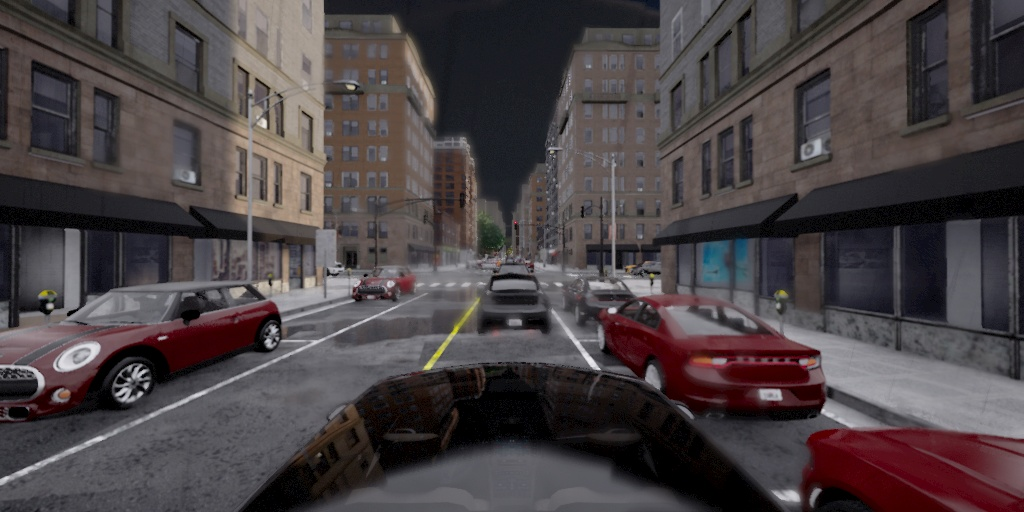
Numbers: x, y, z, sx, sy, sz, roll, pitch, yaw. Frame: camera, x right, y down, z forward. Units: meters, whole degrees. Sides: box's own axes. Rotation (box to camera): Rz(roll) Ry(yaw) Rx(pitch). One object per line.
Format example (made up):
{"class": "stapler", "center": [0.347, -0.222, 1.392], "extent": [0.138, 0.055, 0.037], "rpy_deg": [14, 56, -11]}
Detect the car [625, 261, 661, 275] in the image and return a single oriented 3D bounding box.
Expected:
{"class": "car", "center": [14.545, 1.328, 36.559], "extent": [4.902, 1.511, 2.128], "rpy_deg": [0, 0, 1]}

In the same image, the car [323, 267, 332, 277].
{"class": "car", "center": [-18.074, 1.118, 29.631], "extent": [5.008, 1.535, 1.882], "rpy_deg": [0, 0, -1]}

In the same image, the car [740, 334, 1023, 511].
{"class": "car", "center": [2.672, 1.295, 0.436], "extent": [1.888, 1.381, 4.507], "rpy_deg": [0, 0, 0]}

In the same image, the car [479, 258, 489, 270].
{"class": "car", "center": [-3.272, 1.377, 51.276], "extent": [1.895, 1.301, 4.718], "rpy_deg": [0, 0, 0]}

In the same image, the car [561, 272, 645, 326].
{"class": "car", "center": [2.655, 1.301, 11.418], "extent": [2.007, 1.370, 4.403], "rpy_deg": [0, 0, 0]}

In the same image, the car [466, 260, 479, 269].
{"class": "car", "center": [-6.070, 1.333, 55.254], "extent": [2.007, 1.370, 4.403], "rpy_deg": [0, 0, -1]}

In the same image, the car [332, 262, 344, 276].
{"class": "car", "center": [-18.460, 0.887, 32.878], "extent": [5.566, 2.045, 2.150], "rpy_deg": [0, 0, -1]}

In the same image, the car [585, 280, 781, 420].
{"class": "car", "center": [2.663, 1.295, 5.927], "extent": [1.888, 1.381, 4.507], "rpy_deg": [0, 0, 0]}

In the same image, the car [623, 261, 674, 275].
{"class": "car", "center": [15.106, 1.343, 39.823], "extent": [5.008, 1.535, 1.882], "rpy_deg": [0, 0, 0]}

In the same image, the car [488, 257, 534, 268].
{"class": "car", "center": [0.071, 1.104, 18.249], "extent": [2.097, 1.767, 4.553], "rpy_deg": [0, 0, 0]}

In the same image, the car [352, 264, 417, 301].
{"class": "car", "center": [-5.880, 1.191, 16.893], "extent": [1.967, 1.591, 4.097], "rpy_deg": [0, 0, 0]}

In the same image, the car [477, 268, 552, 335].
{"class": "car", "center": [0.036, 1.255, 10.485], "extent": [1.837, 1.490, 4.892], "rpy_deg": [0, 0, -1]}

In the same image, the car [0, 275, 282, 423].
{"class": "car", "center": [-5.863, 1.189, 5.907], "extent": [1.967, 1.591, 4.097], "rpy_deg": [0, 0, 0]}
